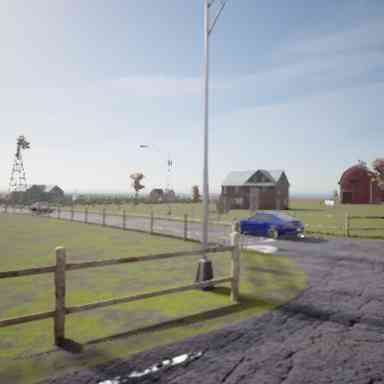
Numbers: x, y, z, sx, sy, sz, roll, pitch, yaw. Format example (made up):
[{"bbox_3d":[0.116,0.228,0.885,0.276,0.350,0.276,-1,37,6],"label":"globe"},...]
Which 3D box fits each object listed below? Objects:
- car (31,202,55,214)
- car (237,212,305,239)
[{"bbox_3d":[-21.699,2.252,48.382,2.097,1.767,4.553,1,-1,-42],"label":"car"},{"bbox_3d":[4.476,1.914,19.906,1.812,1.442,4.674,0,-1,-35],"label":"car"}]
